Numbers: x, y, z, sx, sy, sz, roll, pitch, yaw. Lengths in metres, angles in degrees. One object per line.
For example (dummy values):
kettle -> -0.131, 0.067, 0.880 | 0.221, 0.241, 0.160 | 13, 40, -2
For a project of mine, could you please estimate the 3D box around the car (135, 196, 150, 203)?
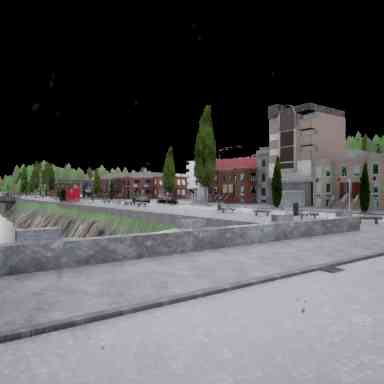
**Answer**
car -> -10.377, 1.561, 68.869 | 1.994, 1.385, 4.181 | 0, 0, -35

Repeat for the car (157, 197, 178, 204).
car -> -4.574, 1.601, 60.735 | 1.895, 1.301, 4.718 | 0, 0, -35
